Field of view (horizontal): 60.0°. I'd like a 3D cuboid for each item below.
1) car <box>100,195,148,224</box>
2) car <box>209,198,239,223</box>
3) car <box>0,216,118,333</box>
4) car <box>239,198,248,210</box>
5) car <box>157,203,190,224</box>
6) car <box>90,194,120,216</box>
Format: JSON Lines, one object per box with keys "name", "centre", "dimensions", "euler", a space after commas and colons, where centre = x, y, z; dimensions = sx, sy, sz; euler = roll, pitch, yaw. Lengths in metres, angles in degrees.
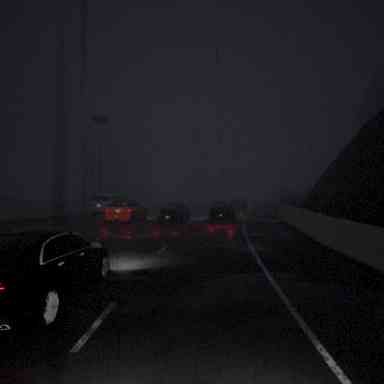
{"name": "car", "centre": [-4.793, 1.333, 24.948], "dimensions": [2.097, 1.767, 4.553], "euler": [0, 0, 9]}
{"name": "car", "centre": [2.430, 1.470, 25.879], "dimensions": [1.882, 1.535, 5.008], "euler": [0, 0, 9]}
{"name": "car", "centre": [-3.139, 1.497, 6.845], "dimensions": [1.837, 1.490, 4.892], "euler": [0, 0, 2]}
{"name": "car", "centre": [5.978, 1.482, 41.959], "dimensions": [2.128, 1.511, 4.902], "euler": [0, 0, 15]}
{"name": "car", "centre": [-1.312, 1.513, 24.711], "dimensions": [1.812, 1.442, 4.674], "euler": [0, 0, 9]}
{"name": "car", "centre": [-7.384, 1.196, 30.762], "dimensions": [2.150, 2.045, 5.566], "euler": [0, 0, 10]}
